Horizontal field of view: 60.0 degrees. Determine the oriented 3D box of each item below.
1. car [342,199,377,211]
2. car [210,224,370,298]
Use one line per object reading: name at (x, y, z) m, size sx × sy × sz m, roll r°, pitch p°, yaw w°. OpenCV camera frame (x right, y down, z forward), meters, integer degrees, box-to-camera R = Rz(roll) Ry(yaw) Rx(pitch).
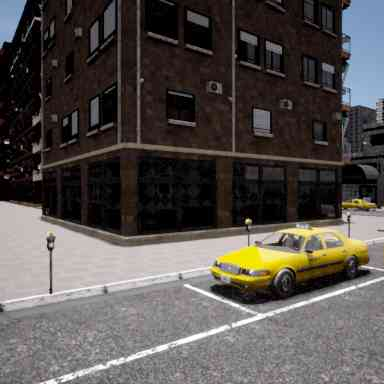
car at (19.322, 1.469, 39.712) m, size 1.752 × 1.417 × 4.829 m, roll 0°, pitch 0°, yaw -35°
car at (2.671, 1.525, 8.478) m, size 4.829 × 1.417 × 1.752 m, roll 0°, pitch 0°, yaw -36°
